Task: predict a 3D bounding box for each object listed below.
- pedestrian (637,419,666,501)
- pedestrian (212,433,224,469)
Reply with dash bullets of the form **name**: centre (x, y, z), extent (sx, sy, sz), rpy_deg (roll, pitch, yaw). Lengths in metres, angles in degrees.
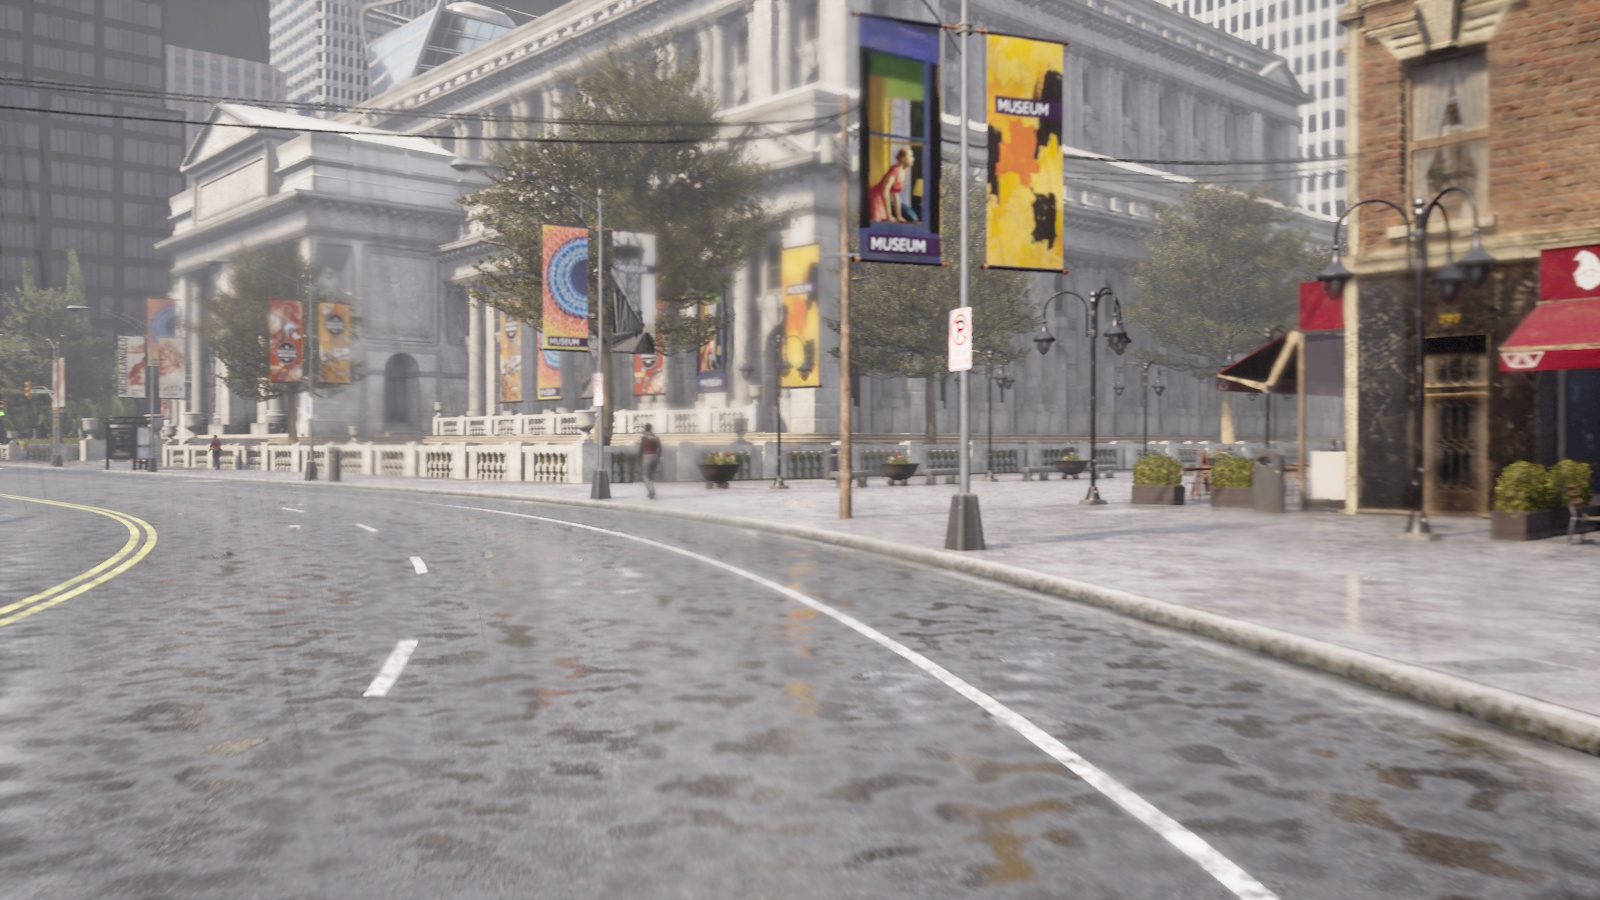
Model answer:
- **pedestrian**: centre (-3.558, 0.235, 30.038), extent (0.402, 1.930, 0.666), rpy_deg (0, 0, -35)
- **pedestrian**: centre (-29.482, 0.051, 63.635), extent (0.636, 1.846, 0.331), rpy_deg (0, 0, 41)
